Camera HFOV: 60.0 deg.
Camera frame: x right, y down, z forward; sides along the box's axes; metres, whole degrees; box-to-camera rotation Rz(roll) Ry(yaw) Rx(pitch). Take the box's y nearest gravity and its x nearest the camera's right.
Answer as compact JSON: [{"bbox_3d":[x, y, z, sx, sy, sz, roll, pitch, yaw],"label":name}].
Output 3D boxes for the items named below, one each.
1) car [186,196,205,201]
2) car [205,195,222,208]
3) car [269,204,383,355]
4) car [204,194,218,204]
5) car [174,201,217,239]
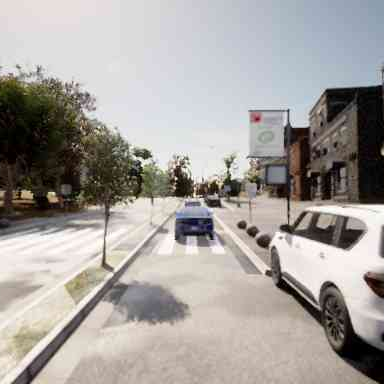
[{"bbox_3d":[0.100,1.430,38.685,2.128,1.511,4.902,0,1,0],"label":"car"},{"bbox_3d":[2.926,1.255,45.130,1.882,1.535,5.008,0,2,0],"label":"car"},{"bbox_3d":[3.050,1.233,6.233,2.435,2.045,5.566,0,0,0],"label":"car"},{"bbox_3d":[2.926,1.117,52.987,1.994,1.385,4.181,0,2,0],"label":"car"},{"bbox_3d":[0.100,1.481,17.398,1.882,1.535,5.008,0,0,0],"label":"car"}]
